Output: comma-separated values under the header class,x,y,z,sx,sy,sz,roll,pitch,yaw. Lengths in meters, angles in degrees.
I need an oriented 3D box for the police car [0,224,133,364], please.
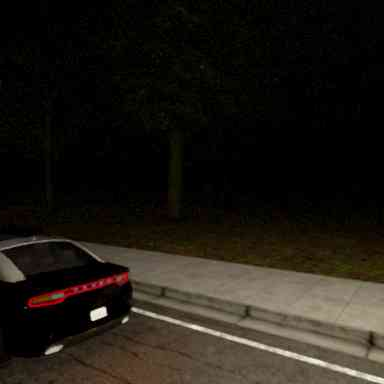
class,x,y,z,sx,sy,sz,roll,pitch,yaw
police car,-3.352,1.422,5.954,5.238,1.638,1.930,0,0,36
